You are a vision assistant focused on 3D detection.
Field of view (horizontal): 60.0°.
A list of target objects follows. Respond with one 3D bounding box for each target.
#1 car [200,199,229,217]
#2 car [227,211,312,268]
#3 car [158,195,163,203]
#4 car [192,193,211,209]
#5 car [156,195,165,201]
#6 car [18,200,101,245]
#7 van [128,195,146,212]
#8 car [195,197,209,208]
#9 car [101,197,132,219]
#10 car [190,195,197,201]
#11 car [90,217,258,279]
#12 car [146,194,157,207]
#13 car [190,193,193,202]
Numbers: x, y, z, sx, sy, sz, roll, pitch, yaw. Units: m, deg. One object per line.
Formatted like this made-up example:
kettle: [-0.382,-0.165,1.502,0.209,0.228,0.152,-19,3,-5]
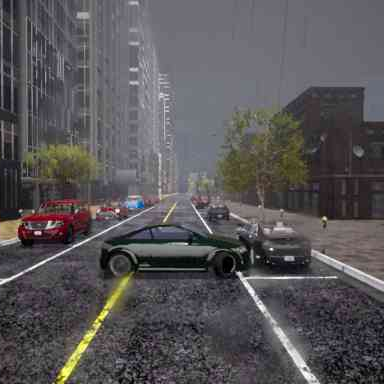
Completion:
car: [2.028,1.543,26.976,2.008,1.369,4.403,-1,0,-1]
car: [2.556,1.548,11.116,2.008,1.369,4.403,-1,0,-1]
car: [-7.380,1.522,66.234,1.887,1.381,4.507,-1,0,-1]
car: [1.566,1.301,44.309,2.192,1.841,5.009,-1,0,-1]
car: [-7.804,1.497,82.663,1.752,1.417,4.829,-1,0,-1]
car: [-6.181,1.310,15.707,2.192,1.841,5.009,-1,0,-1]
van: [-6.669,1.329,38.569,1.690,1.788,3.998,-1,0,-1]
car: [1.422,1.509,50.011,1.752,1.417,4.829,-1,0,-1]
car: [-6.375,1.432,26.775,1.967,1.590,4.097,-1,0,-1]
car: [0.427,1.552,88.570,1.802,1.307,4.206,-1,0,-1]
car: [-0.462,1.557,9.516,4.181,1.385,1.994,0,0,-1]
car: [-6.954,1.299,49.635,2.192,1.841,5.009,-1,0,-1]
car: [0.851,1.291,71.972,2.192,1.841,5.009,-1,0,-1]
